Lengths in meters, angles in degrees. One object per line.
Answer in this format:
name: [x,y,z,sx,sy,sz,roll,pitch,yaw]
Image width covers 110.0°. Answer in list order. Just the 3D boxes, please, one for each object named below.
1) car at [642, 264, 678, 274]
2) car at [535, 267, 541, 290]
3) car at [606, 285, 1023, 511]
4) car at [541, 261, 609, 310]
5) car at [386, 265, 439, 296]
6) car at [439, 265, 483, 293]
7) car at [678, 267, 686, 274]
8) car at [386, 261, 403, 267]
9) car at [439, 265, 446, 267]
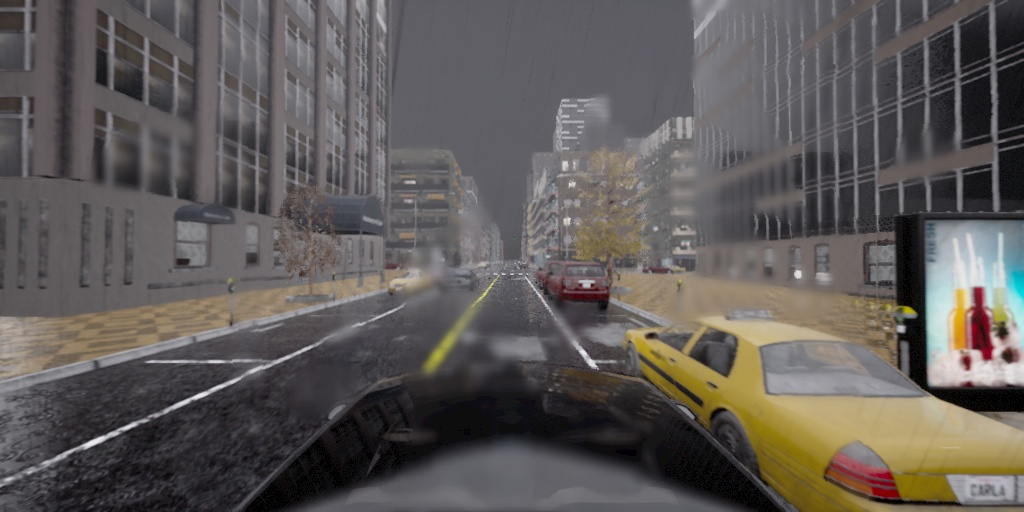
car: [20.785,1.845,51.121,4.097,1.591,1.967,0,0,0]
car: [2.673,1.199,20.839,2.192,1.841,5.009,0,0,0]
car: [2.691,1.293,4.331,1.751,1.417,4.829,0,0,0]
car: [2.679,1.160,15.280,2.192,1.841,5.009,0,0,0]
car: [-5.707,1.409,20.662,1.751,1.417,4.829,0,0,0]
car: [-3.117,1.455,21.921,1.994,1.385,4.181,0,0,0]
car: [26.188,2.157,59.480,4.829,1.417,1.751,0,0,0]
car: [-17.312,1.354,50.764,4.507,1.381,1.888,0,0,0]
car: [-5.713,1.363,26.391,1.967,1.591,4.097,0,0,0]
